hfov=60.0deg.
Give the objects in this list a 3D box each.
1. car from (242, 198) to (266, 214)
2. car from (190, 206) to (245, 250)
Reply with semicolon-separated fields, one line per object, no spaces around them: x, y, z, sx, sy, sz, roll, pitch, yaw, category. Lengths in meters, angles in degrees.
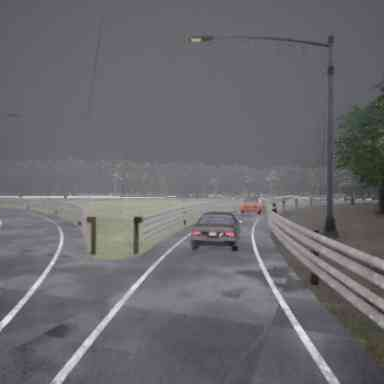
6.787;1.427;36.275;2.097;1.767;4.553;0;0;20;car
1.148;1.567;14.485;2.033;1.411;5.357;0;0;9;car
